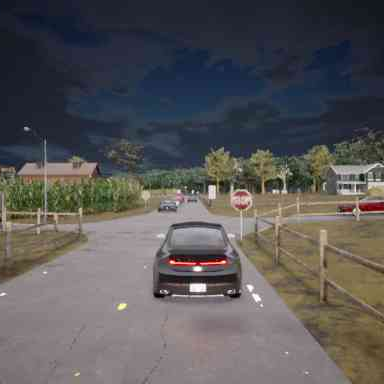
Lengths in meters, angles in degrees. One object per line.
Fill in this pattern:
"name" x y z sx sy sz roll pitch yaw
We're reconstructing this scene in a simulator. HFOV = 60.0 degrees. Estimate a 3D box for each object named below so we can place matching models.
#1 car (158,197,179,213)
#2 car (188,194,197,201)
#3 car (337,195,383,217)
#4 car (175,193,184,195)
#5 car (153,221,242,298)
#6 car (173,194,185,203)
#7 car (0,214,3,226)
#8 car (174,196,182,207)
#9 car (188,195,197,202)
"car" -2.718 1.545 37.046 1.994 1.385 4.181 0 0 -3
"car" 0.075 1.308 80.362 2.033 1.411 5.357 0 0 0
"car" 13.786 1.026 25.536 5.008 1.535 1.882 -2 -2 0
"car" -2.687 1.169 69.720 2.150 2.045 5.566 0 0 0
"car" 0.106 1.508 8.521 1.837 1.490 4.892 0 0 0
"car" -2.739 1.557 58.977 1.895 1.301 4.718 0 0 1
"car" -15.331 1.667 22.655 4.553 1.767 2.097 -1 -2 -2
"car" -2.790 1.568 48.281 1.895 1.301 4.718 0 0 0
"car" 0.064 1.490 70.349 1.994 1.385 4.181 0 0 0
